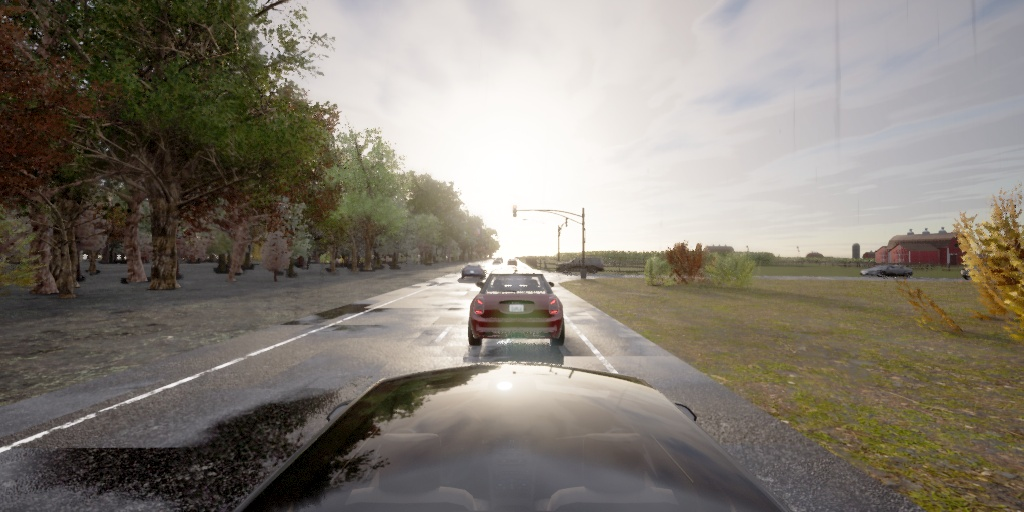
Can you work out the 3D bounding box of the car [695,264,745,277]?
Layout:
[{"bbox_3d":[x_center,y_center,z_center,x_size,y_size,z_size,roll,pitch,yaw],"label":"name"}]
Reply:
[{"bbox_3d":[23.746,1.613,40.827,5.357,1.411,2.033,0,-1,0],"label":"car"}]

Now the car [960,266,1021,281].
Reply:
[{"bbox_3d":[49.622,1.781,37.121,4.902,1.511,2.128,1,-1,0],"label":"car"}]

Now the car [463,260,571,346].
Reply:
[{"bbox_3d":[0.095,1.104,9.581,2.097,1.767,4.553,0,0,0],"label":"car"}]

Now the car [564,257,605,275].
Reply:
[{"bbox_3d":[8.069,1.138,42.074,5.566,2.045,2.150,1,0,16],"label":"car"}]

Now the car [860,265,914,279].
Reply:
[{"bbox_3d":[42.499,1.763,40.735,4.902,1.511,2.128,1,-1,0],"label":"car"}]

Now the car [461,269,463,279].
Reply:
[{"bbox_3d":[-3.415,1.320,32.691,1.994,1.385,4.181,0,0,0],"label":"car"}]
